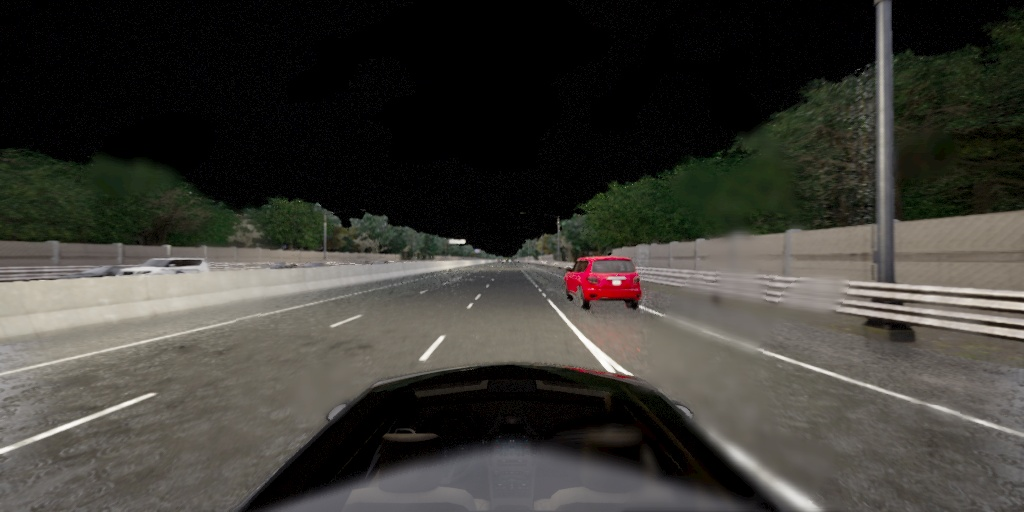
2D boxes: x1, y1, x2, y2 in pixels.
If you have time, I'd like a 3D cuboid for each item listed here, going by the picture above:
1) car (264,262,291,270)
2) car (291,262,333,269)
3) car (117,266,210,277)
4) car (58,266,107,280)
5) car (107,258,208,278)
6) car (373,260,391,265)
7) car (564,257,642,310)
[{"bbox_3d":[-28.091,1.515,43.700,2.128,1.511,4.902,0,0,0],"label":"car"},{"bbox_3d":[-21.106,1.481,38.836,2.128,1.511,4.902,0,0,0],"label":"car"},{"bbox_3d":[-21.100,1.486,22.501,1.895,1.301,4.718,0,0,0],"label":"car"},{"bbox_3d":[-28.092,1.426,24.843,1.812,1.442,4.674,0,0,0],"label":"car"},{"bbox_3d":[-24.593,1.128,25.632,2.150,2.045,5.566,0,0,0],"label":"car"},{"bbox_3d":[-21.118,1.515,58.152,2.097,1.767,4.553,0,0,0],"label":"car"},{"bbox_3d":[3.669,1.054,15.395,2.150,2.045,5.566,0,0,-1],"label":"car"}]
